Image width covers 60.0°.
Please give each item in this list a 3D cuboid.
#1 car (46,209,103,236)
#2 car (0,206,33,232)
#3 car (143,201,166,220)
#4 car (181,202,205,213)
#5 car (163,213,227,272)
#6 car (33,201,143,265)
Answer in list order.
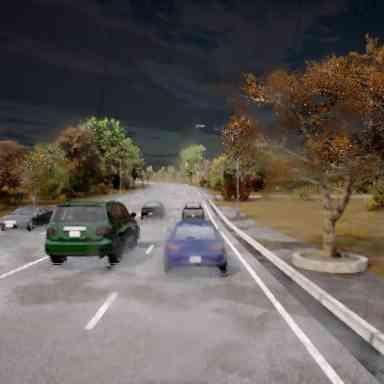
[{"bbox_3d":[-7.098,1.798,20.669,1.895,1.301,4.718,0,0,0],"label":"car"},{"bbox_3d":[-10.596,1.694,21.760,2.128,1.511,4.902,0,0,0],"label":"car"},{"bbox_3d":[-3.399,1.571,30.052,1.882,1.535,5.008,0,2,0],"label":"car"},{"bbox_3d":[0.100,1.620,28.775,2.128,1.511,4.902,0,1,0],"label":"car"},{"bbox_3d":[0.096,1.633,11.035,1.812,1.442,4.674,0,-1,0],"label":"car"},{"bbox_3d":[-3.401,1.340,12.333,2.150,2.045,5.566,0,-1,0],"label":"car"}]
